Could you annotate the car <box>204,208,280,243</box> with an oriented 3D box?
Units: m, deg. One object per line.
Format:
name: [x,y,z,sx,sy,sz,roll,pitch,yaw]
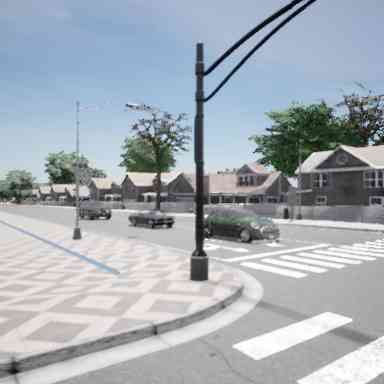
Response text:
car: [2.655,1.713,18.512,2.097,1.767,4.553,0,-1,-37]

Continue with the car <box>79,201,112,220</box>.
car: [-10.849,2.022,37.163,2.150,2.045,5.566,0,-1,-35]

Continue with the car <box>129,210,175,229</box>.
car: [-3.273,2.155,26.653,1.895,1.301,4.718,0,-1,-36]
